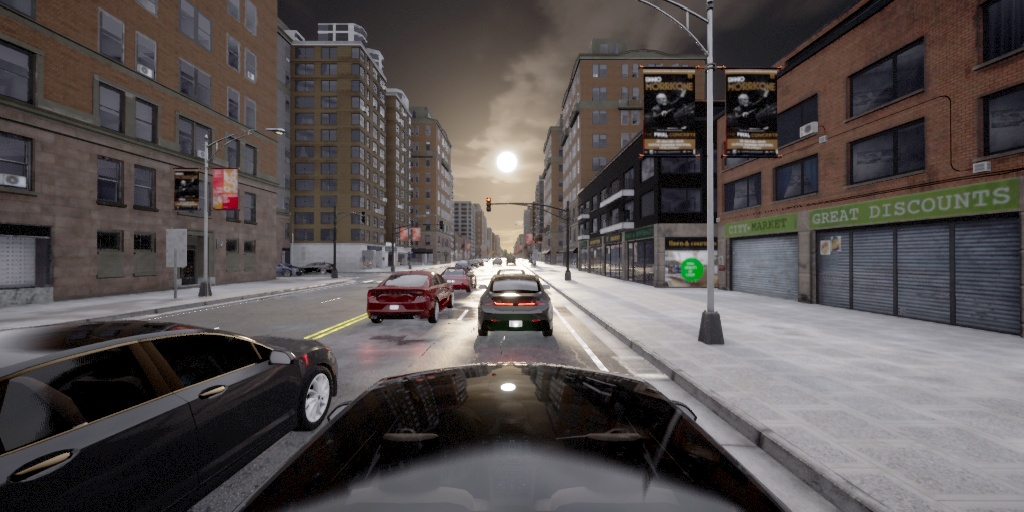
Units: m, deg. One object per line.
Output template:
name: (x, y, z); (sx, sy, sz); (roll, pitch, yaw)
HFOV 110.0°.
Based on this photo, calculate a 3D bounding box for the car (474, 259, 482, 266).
car: (-6.741, 1.284, 61.499); (1.837, 1.490, 4.892); (0, 0, 0)

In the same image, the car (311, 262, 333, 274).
car: (-22.255, 1.348, 40.745); (4.313, 1.339, 1.948); (0, 0, 0)

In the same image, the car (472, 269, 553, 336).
car: (0.077, 1.256, 10.369); (1.837, 1.490, 4.892); (0, 0, 0)

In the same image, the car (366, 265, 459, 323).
car: (-3.179, 1.229, 12.123); (1.882, 1.535, 5.008); (0, 0, 0)

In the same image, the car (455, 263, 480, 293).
car: (-3.199, 1.317, 21.017); (1.994, 1.385, 4.181); (0, 0, -1)

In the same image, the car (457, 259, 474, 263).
car: (-6.738, 1.294, 49.060); (1.812, 1.442, 4.674); (0, 0, 0)

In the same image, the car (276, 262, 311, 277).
car: (-22.725, 1.316, 35.264); (4.181, 1.385, 1.994); (0, 0, 0)

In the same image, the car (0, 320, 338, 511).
car: (-3.152, 1.255, 2.689); (1.837, 1.490, 4.892); (0, 0, 0)
